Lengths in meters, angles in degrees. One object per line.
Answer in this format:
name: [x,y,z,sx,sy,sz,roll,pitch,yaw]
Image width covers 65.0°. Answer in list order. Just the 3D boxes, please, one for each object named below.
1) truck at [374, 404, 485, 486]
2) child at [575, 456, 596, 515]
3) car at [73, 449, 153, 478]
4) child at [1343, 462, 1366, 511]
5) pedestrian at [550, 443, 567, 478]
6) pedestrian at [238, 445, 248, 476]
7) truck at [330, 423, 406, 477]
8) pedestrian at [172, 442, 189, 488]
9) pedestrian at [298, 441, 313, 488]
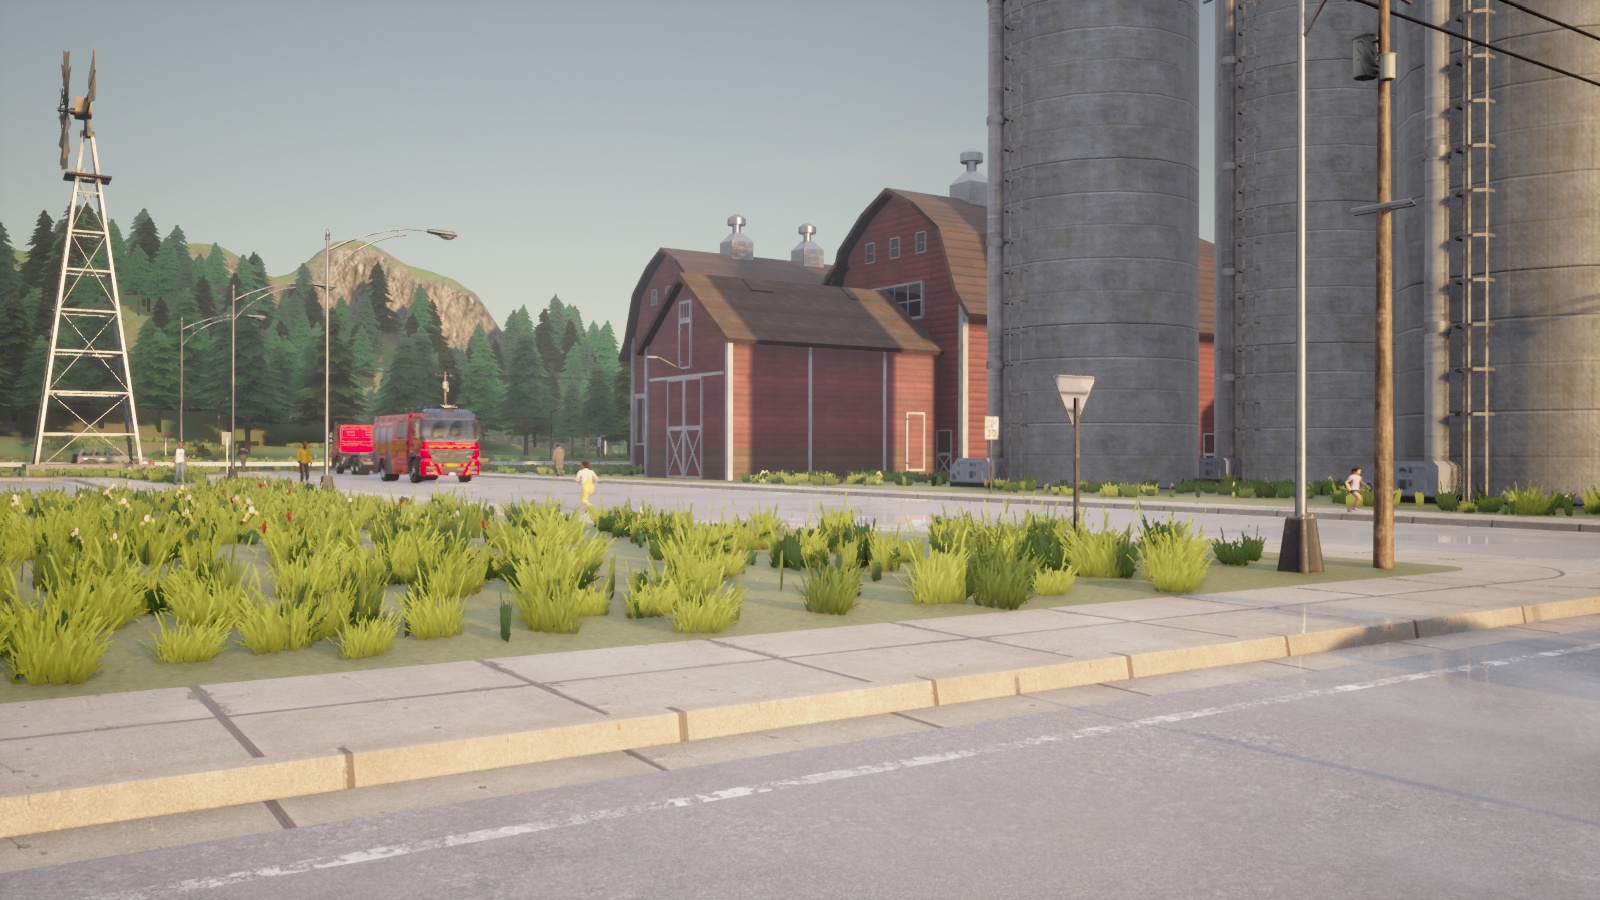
truck: [-18.706,-0.226,62.936,2.891,3.827,8.468,0,0,-34]
child: [-4.655,0.757,27.231,0.270,1.263,0.437,0,0,-39]
car: [-46.711,0.873,85.425,4.605,1.855,1.932,-1,0,-33]
child: [12.713,0.824,28.796,0.255,1.110,0.394,0,0,-30]
pedestrian: [-13.487,0.600,70.159,0.659,1.952,0.873,0,0,-35]
pedestrian: [-35.474,0.671,79.942,0.402,1.930,0.666,0,0,-39]
truck: [-29.191,0.030,84.676,2.891,3.462,7.936,0,0,-34]
pedestrian: [-24.800,0.585,50.285,0.706,1.836,0.354,0,0,42]
pedestrian: [-19.368,0.562,49.181,0.370,1.835,0.726,0,0,-34]
